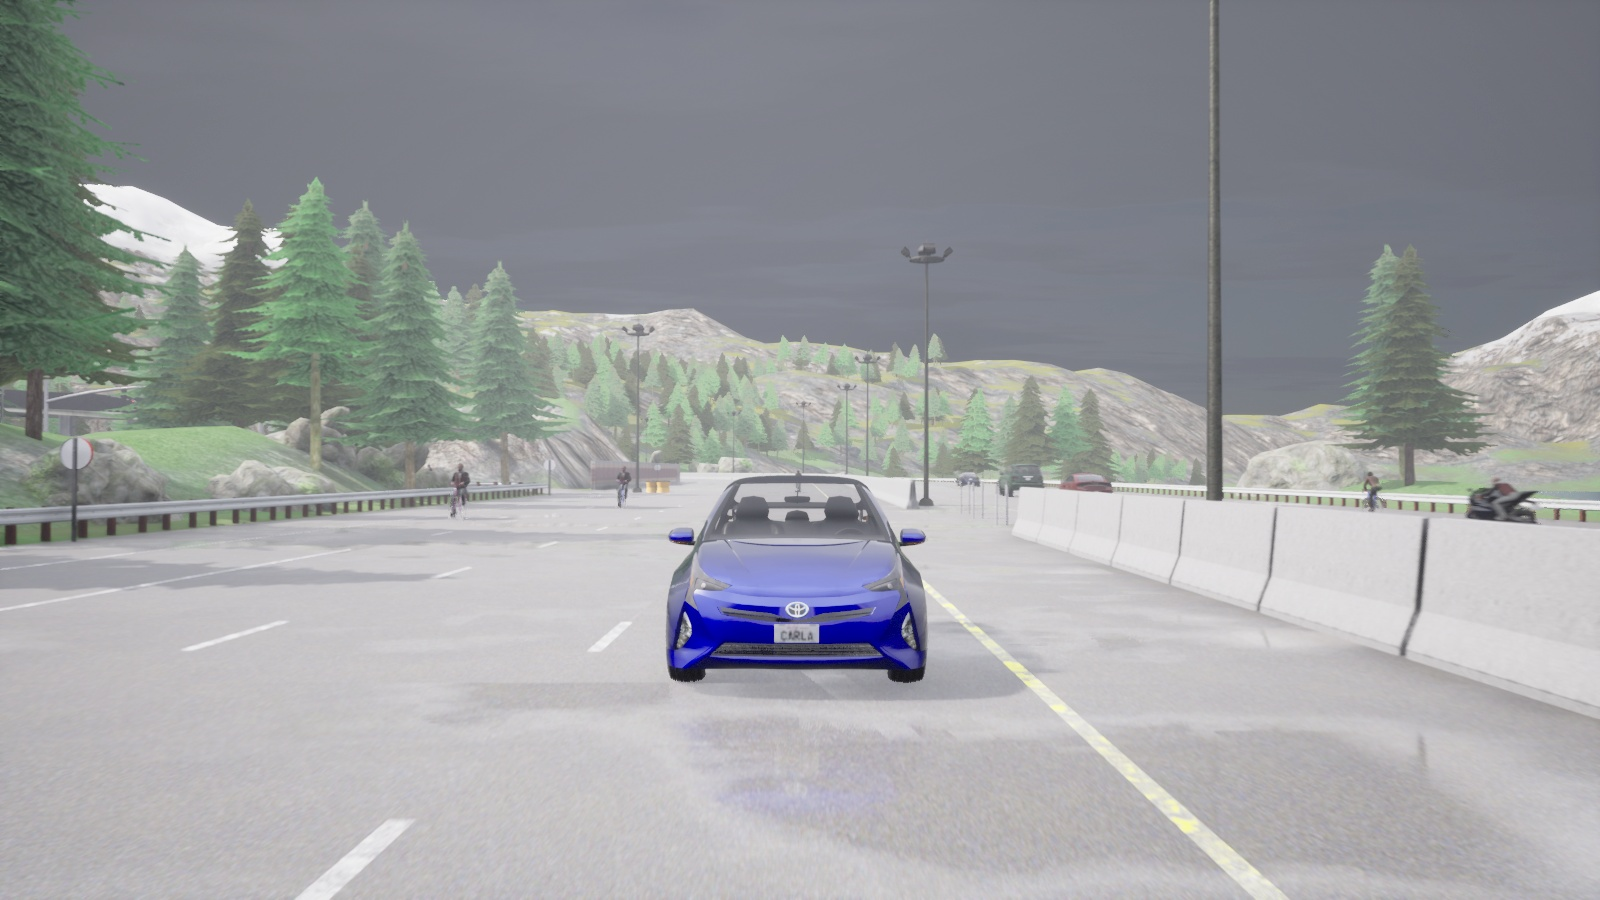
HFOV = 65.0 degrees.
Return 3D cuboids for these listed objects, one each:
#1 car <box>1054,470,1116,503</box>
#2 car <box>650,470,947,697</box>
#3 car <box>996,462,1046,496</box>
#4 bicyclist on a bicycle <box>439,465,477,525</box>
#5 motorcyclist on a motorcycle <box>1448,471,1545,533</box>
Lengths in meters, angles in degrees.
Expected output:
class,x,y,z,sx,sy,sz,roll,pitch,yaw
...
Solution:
class,x,y,z,sx,sy,sz,roll,pitch,yaw
car,13.942,1.770,61.749,1.882,1.535,5.008,0,-1,0
car,-0.016,0.942,10.768,2.007,1.525,4.514,0,-1,0
car,13.927,1.807,79.376,2.150,2.045,5.566,0,-1,0
bicyclist on a bicycle,-10.539,1.375,38.747,0.659,1.776,1.843,0,-1,0
motorcyclist on a motorcycle,17.994,1.322,32.504,0.866,1.530,2.191,0,-1,-18
